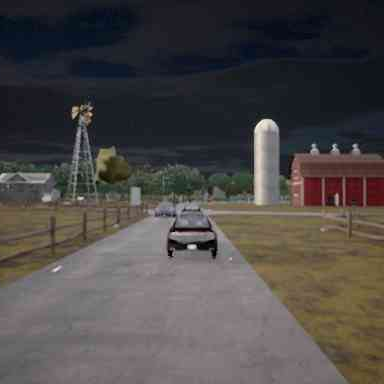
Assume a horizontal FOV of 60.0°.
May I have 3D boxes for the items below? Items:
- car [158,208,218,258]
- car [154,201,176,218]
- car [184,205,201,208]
[{"bbox_3d":[0.019,1.644,13.512,2.128,1.511,4.902,0,-1,0],"label":"car"},{"bbox_3d":[-2.773,1.795,35.664,2.097,1.767,4.553,0,-1,0],"label":"car"},{"bbox_3d":[0.019,1.832,28.529,2.128,1.511,4.902,0,-1,0],"label":"car"}]
